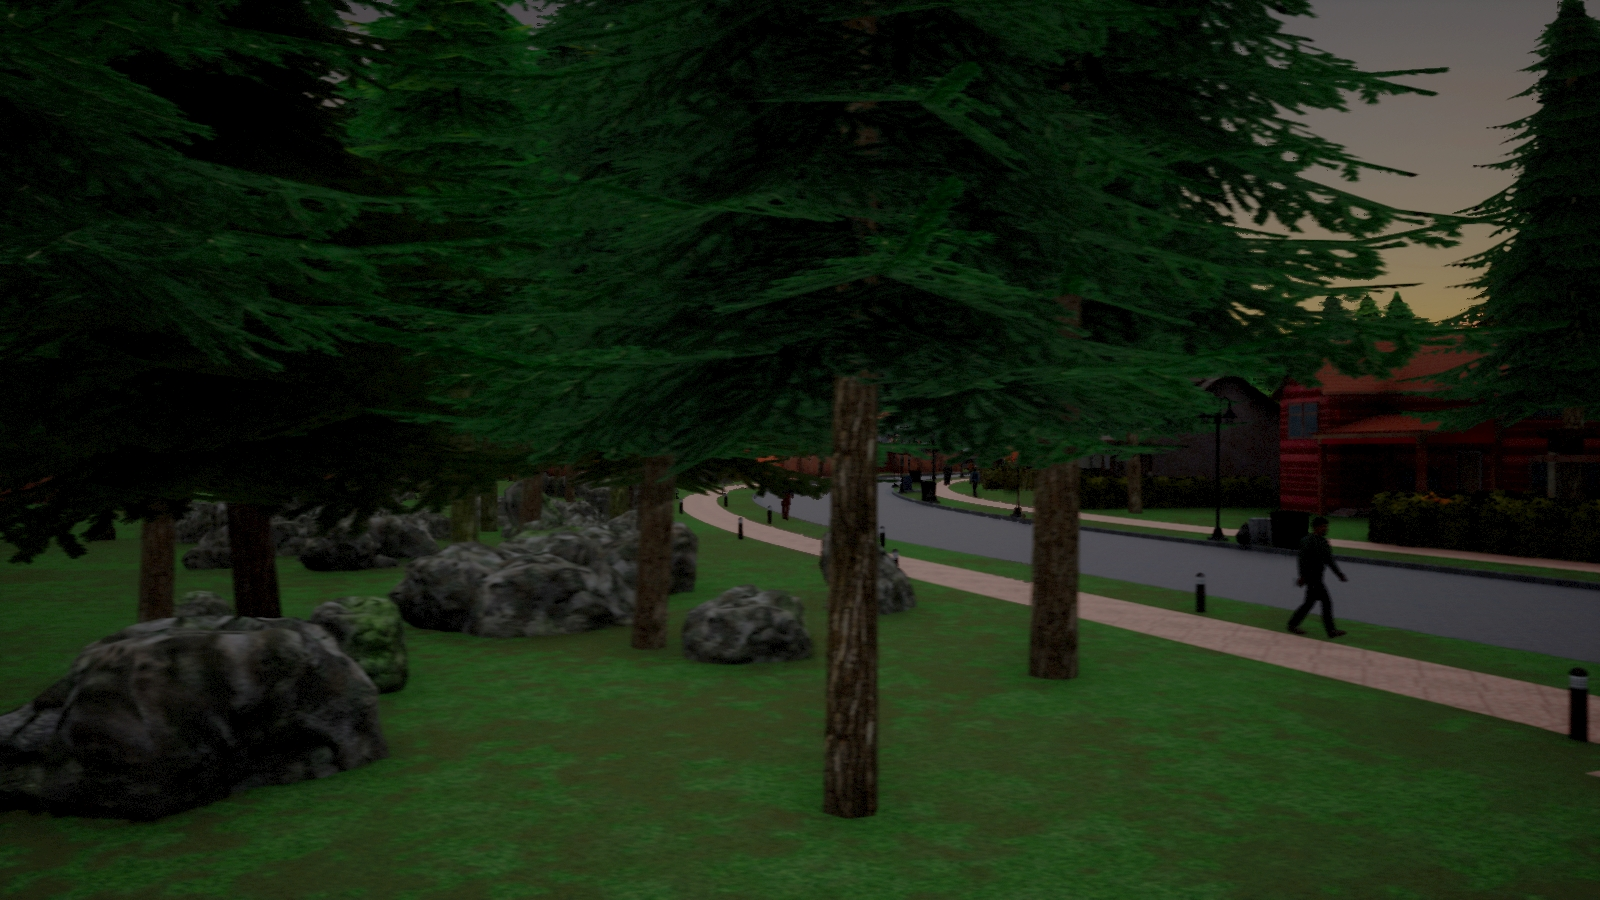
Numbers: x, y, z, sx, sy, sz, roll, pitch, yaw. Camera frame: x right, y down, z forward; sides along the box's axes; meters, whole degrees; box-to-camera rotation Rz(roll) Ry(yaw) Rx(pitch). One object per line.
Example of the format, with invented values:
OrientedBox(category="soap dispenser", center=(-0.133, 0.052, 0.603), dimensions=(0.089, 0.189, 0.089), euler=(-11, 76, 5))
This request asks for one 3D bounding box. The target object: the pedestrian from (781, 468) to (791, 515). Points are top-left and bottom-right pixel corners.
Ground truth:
OrientedBox(category="pedestrian", center=(-0.565, 1.666, 45.948), dimensions=(0.375, 1.860, 0.375), euler=(0, 0, -8))

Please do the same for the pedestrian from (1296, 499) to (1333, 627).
OrientedBox(category="pedestrian", center=(7.678, 1.667, 17.052), dimensions=(0.375, 1.860, 0.375), euler=(0, 0, -37))

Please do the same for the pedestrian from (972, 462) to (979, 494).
OrientedBox(category="pedestrian", center=(10.300, 1.665, 67.110), dimensions=(0.375, 1.860, 0.375), euler=(0, 0, -3))
